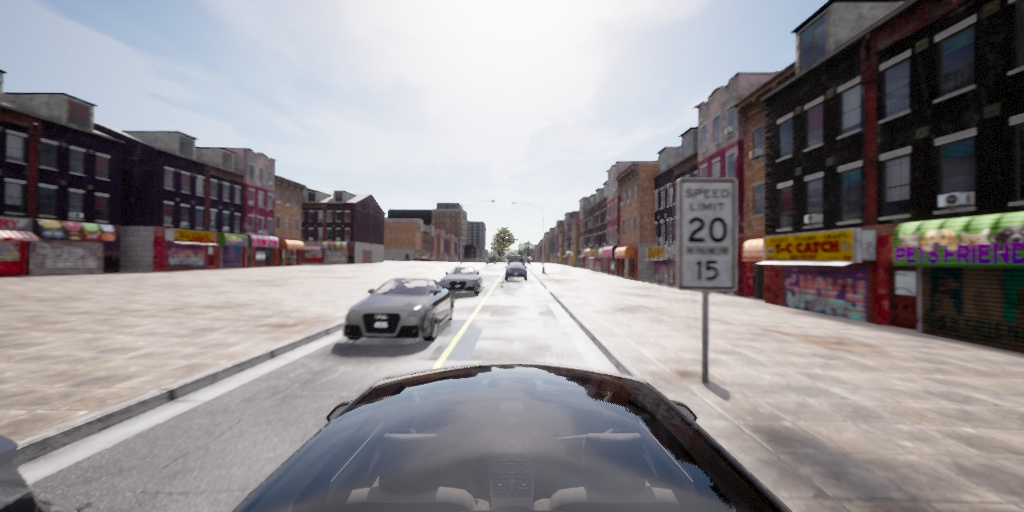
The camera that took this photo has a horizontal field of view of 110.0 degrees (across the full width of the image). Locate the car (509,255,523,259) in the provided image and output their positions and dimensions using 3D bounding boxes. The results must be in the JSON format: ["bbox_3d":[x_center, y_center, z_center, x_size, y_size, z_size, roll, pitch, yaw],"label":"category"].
[{"bbox_3d":[0.569,0.935,48.220,2.150,2.045,5.566,1,0,1],"label":"car"}]

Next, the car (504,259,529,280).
[{"bbox_3d":[0.353,1.261,30.700,1.812,1.442,4.674,1,0,1],"label":"car"}]

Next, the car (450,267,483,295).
[{"bbox_3d":[-2.674,1.281,19.646,1.994,1.385,4.181,1,0,0],"label":"car"}]

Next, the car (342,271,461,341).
[{"bbox_3d":[-2.783,1.285,9.667,1.994,1.385,4.181,1,0,1],"label":"car"}]
